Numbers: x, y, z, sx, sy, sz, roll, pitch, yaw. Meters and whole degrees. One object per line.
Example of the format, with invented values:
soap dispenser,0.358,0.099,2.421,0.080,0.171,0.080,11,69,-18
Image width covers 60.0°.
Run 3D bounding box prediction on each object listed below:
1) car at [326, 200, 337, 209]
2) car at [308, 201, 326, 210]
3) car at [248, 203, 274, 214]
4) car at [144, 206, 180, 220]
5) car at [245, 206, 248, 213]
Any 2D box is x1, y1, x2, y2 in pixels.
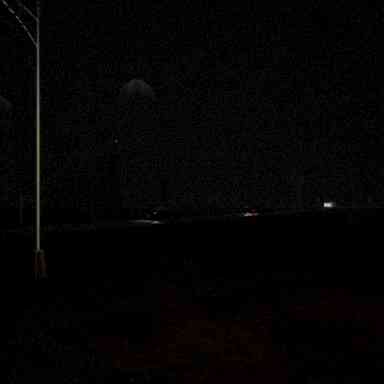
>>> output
car,34.302,3.123,82.715,2.150,2.045,5.566,-2,-2,36
car,26.663,3.152,72.086,2.128,1.511,4.902,-2,-2,36
car,10.673,2.542,49.691,1.837,1.490,4.892,-2,-3,36
car,-3.110,2.199,35.577,1.812,1.442,4.674,-2,-2,36
car,10.485,2.537,54.371,2.097,1.767,4.553,-2,-2,36
